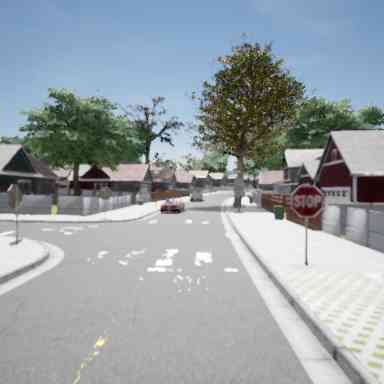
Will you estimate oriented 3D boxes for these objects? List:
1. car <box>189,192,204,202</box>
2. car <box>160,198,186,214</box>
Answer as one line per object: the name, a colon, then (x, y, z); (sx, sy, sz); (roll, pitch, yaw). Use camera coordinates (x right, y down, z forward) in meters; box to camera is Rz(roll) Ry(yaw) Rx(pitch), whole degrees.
car: (0.767, 0.823, 52.374); (1.837, 1.490, 4.892); (0, 1, 7)
car: (-1.762, 1.270, 31.051); (1.895, 1.301, 4.718); (0, 1, 5)
